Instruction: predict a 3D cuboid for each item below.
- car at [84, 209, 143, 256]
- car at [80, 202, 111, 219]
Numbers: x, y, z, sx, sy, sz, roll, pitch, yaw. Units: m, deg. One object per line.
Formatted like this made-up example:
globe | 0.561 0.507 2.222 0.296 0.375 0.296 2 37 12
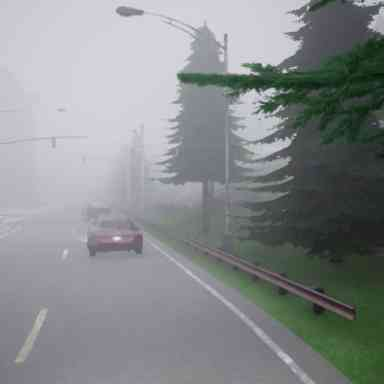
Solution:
car | -3.198 1.603 13.554 1.994 1.385 4.181 -1 0 -17
car | -7.986 1.569 27.653 1.882 1.535 5.008 0 0 -25
